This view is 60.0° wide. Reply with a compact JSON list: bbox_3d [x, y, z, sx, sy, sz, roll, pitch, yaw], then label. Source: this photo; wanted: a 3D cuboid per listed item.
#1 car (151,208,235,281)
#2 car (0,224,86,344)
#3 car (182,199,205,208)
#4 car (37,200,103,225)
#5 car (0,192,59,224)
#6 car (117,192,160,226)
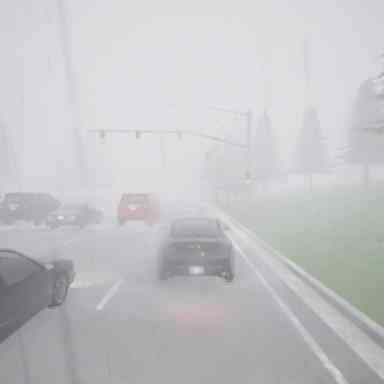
[{"bbox_3d":[0.101,1.421,9.595,1.837,1.490,4.892,0,0,0],"label":"car"},{"bbox_3d":[-3.403,1.506,4.723,2.033,1.411,5.357,0,1,0],"label":"car"},{"bbox_3d":[0.099,1.281,28.393,1.812,1.442,4.674,0,0,0],"label":"car"},{"bbox_3d":[-6.906,1.375,20.009,2.033,1.411,5.357,0,1,0],"label":"car"},{"bbox_3d":[-10.401,1.032,22.108,2.150,2.045,5.566,0,1,0],"label":"car"},{"bbox_3d":[-3.400,1.034,21.891,2.150,2.045,5.566,0,1,0],"label":"car"}]
